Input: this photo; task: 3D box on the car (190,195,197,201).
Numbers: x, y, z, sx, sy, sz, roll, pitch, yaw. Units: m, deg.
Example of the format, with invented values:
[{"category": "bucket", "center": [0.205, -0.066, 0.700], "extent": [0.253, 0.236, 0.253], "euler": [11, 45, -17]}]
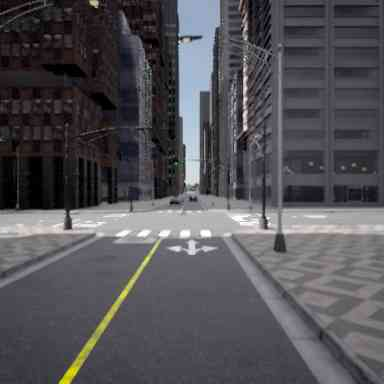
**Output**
[{"category": "car", "center": [0.300, 1.491, 86.593], "extent": [1.837, 1.490, 4.892], "euler": [0, 0, 0]}]

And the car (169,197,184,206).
[{"category": "car", "center": [-2.888, 1.693, 57.356], "extent": [1.895, 1.301, 4.718], "euler": [0, 0, 1]}]

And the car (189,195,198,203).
[{"category": "car", "center": [0.249, 1.602, 76.166], "extent": [1.882, 1.535, 5.008], "euler": [0, 0, 0]}]

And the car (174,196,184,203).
[{"category": "car", "center": [-2.768, 1.677, 72.662], "extent": [1.994, 1.385, 4.181], "euler": [0, 0, 0]}]
